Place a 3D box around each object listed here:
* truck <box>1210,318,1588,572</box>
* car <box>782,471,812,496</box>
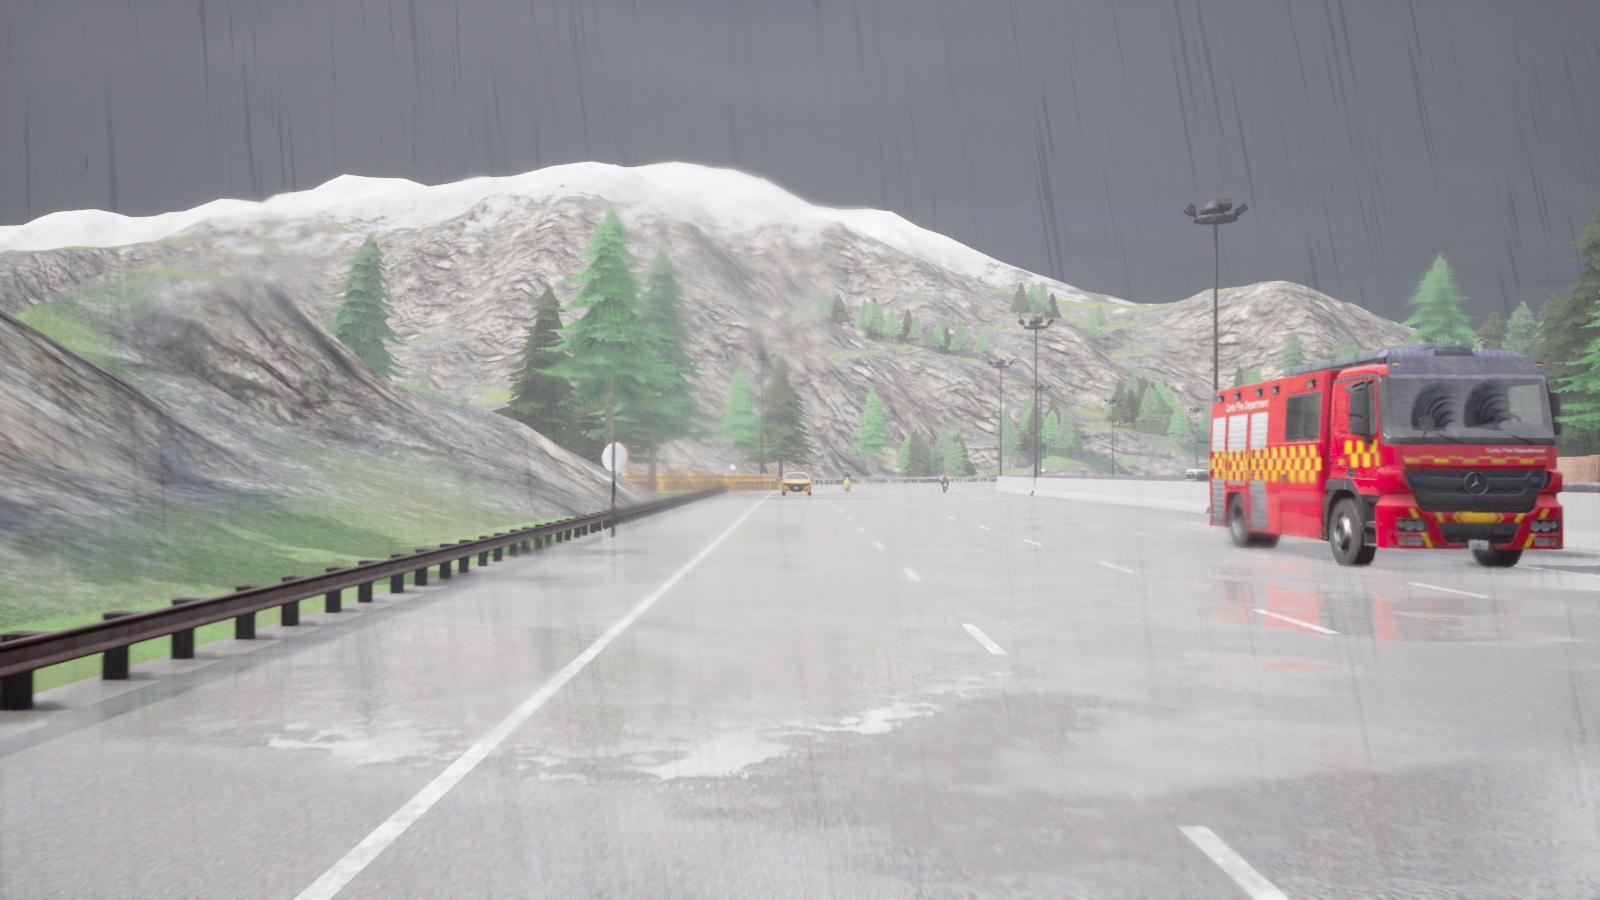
[{"bbox_3d":[10.439,-0.003,23.235,2.891,3.827,8.468,0,-1,0],"label":"truck"},{"bbox_3d":[-0.195,2.145,80.820,1.882,1.535,5.008,0,-1,0],"label":"car"}]
